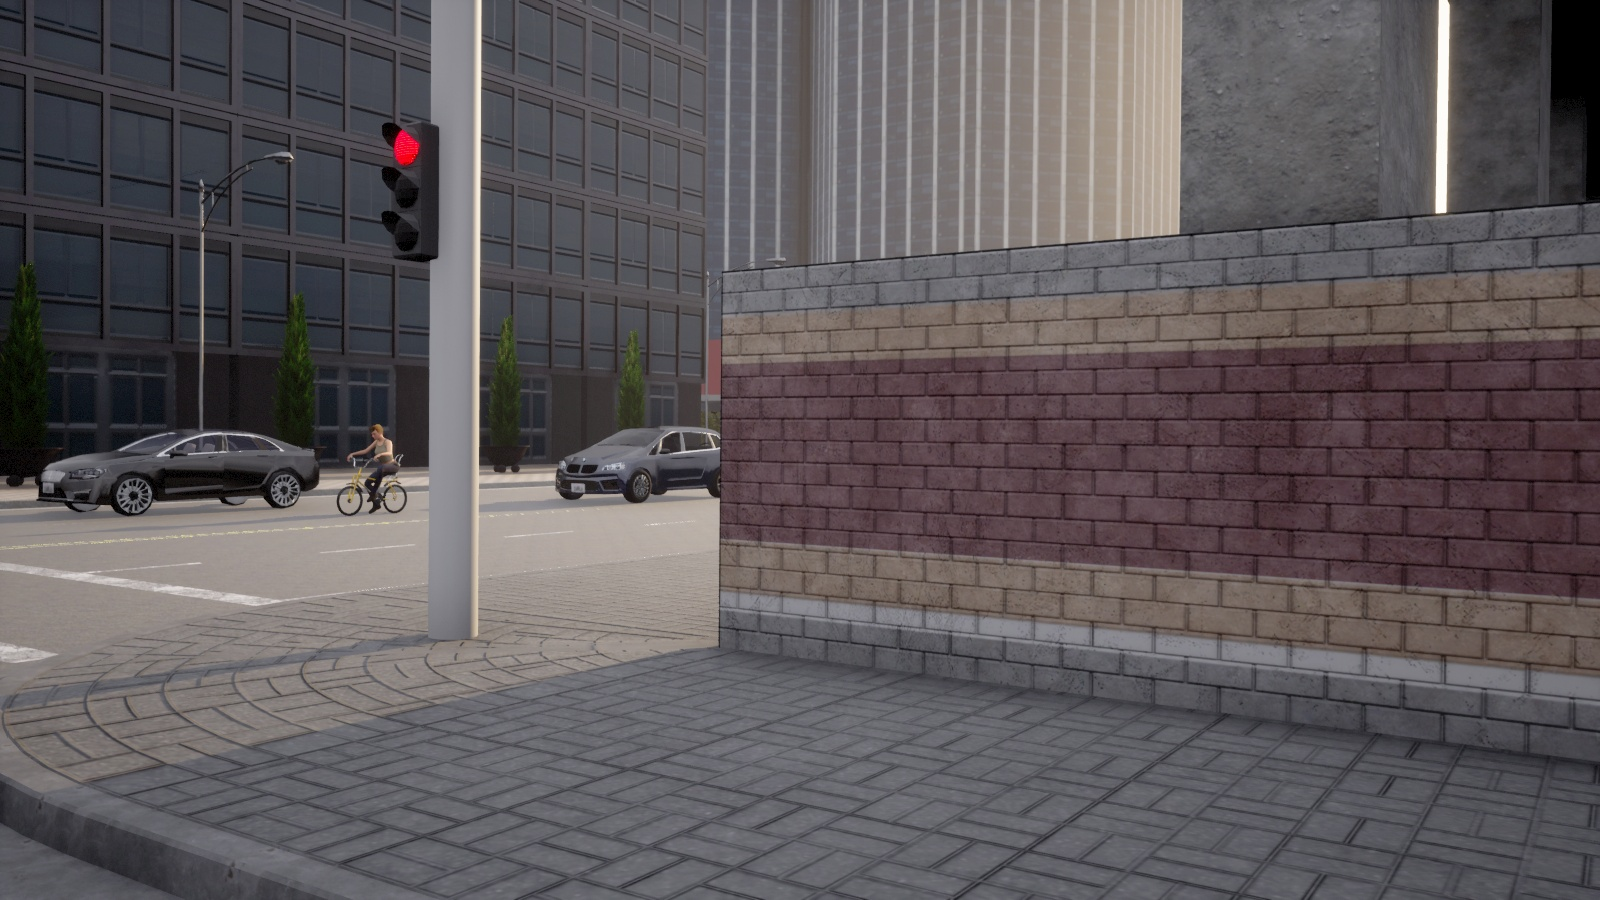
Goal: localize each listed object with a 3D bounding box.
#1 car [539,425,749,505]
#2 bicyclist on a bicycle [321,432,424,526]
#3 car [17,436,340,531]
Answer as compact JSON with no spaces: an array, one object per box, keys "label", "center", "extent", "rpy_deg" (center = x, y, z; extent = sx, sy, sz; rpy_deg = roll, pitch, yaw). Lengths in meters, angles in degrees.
[{"label":"car","center":[-3.441,0.272,28.584],"extent":[2.242,1.667,4.611],"rpy_deg":[0,1,34]},{"label":"bicyclist on a bicycle","center":[-7.597,0.487,22.361],"extent":[0.866,1.612,1.509],"rpy_deg":[0,1,34]},{"label":"car","center":[-11.276,0.529,23.165],"extent":[2.128,1.511,4.902],"rpy_deg":[0,1,34]}]
